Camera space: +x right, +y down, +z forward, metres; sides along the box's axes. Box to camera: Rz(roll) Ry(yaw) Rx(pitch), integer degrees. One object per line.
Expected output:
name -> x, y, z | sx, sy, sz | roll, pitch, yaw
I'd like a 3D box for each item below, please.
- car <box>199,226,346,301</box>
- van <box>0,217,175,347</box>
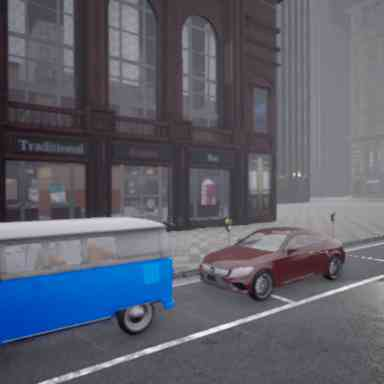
car -> 2.117, 1.535, 8.157 | 4.206, 1.307, 1.802 | -1, 0, -36
van -> -2.200, 1.333, 5.077 | 3.998, 1.788, 1.690 | -1, 0, -36
